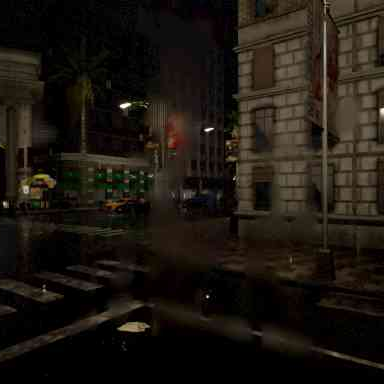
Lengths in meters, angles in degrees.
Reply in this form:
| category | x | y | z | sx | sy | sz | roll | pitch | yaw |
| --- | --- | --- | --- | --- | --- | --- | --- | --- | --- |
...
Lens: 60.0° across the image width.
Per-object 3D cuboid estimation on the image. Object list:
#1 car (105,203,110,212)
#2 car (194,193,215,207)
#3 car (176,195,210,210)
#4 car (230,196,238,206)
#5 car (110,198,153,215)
| category | x | y | z | sx | sy | sz | roll | pitch | yaw |
| --- | --- | --- | --- | --- | --- | --- | --- | --- | --- |
| car | -7.647 | 1.478 | 38.093 | 1.882 | 1.535 | 5.008 | 0 | 0 | 37 |
| car | 1.273 | 1.222 | 49.991 | 2.150 | 2.045 | 5.566 | 0 | 0 | 40 |
| car | -0.062 | 1.526 | 42.496 | 1.812 | 1.442 | 4.674 | 0 | 0 | 37 |
| car | 8.372 | 1.222 | 52.404 | 5.566 | 2.045 | 2.150 | 0 | 0 | -43 |
| car | -5.964 | 1.564 | 34.465 | 1.994 | 1.385 | 4.181 | 0 | 0 | 36 |
